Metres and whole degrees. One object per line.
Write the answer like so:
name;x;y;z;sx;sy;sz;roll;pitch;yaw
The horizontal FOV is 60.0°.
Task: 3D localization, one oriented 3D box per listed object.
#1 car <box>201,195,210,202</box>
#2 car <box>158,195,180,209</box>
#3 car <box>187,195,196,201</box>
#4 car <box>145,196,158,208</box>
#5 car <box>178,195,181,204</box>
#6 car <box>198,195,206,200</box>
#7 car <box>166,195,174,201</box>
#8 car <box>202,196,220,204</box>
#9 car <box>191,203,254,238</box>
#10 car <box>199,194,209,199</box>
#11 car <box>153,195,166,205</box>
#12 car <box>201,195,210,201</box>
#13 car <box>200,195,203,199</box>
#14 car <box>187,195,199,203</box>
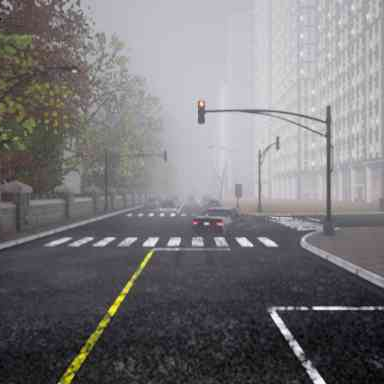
car;3.129;1.470;77.196;1.812;1.442;4.674;0;0;0
car;-3.107;1.518;44.777;1.994;1.385;4.181;0;0;0
car;-0.020;1.360;79.170;2.033;1.411;5.357;0;0;0
car;-5.702;1.534;47.515;1.802;1.307;4.206;0;0;0
car;-3.073;1.297;62.089;2.097;1.767;4.553;0;0;0
car;2.668;1.499;92.575;2.008;1.369;4.403;0;0;0
car;-5.712;1.491;86.941;1.887;1.381;4.507;0;0;0
car;2.680;1.522;41.884;1.947;1.339;4.313;0;0;0
car;1.778;1.523;17.811;2.033;1.411;5.357;0;0;25
car;3.095;1.297;70.166;2.097;1.767;4.553;0;0;0
car;-5.704;1.387;58.780;1.967;1.590;4.097;0;0;0
car;2.679;1.518;47.517;1.947;1.339;4.313;0;0;0
car;2.677;1.515;53.150;1.947;1.339;4.313;0;0;0
car;-0.019;1.467;69.586;1.812;1.442;4.674;0;0;0
